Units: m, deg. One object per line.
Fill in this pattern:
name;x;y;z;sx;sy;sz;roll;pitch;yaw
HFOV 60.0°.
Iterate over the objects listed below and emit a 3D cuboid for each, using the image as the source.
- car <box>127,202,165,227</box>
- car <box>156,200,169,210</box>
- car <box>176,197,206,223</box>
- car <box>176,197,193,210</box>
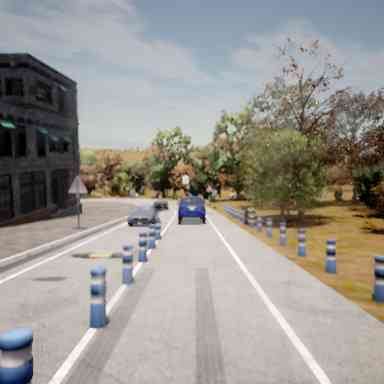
car;-3.461;1.700;24.614;2.033;1.411;5.357;0;0;0
car;-4.078;1.713;44.486;1.895;1.301;4.718;-1;1;-7
car;-0.034;1.396;27.570;2.150;2.045;5.566;0;0;-1
car;-1.059;1.534;45.650;1.837;1.490;4.892;0;1;-7
